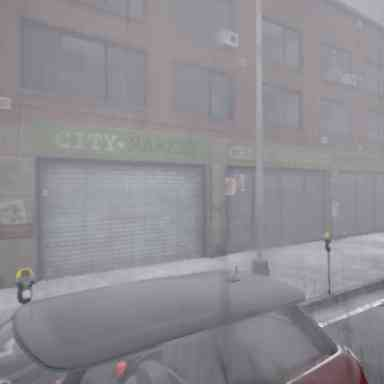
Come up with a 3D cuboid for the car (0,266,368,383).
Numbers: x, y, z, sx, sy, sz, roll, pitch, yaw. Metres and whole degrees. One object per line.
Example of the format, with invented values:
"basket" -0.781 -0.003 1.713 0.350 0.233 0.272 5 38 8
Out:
"car" -0.686 1.431 2.054 4.097 1.590 1.967 0 -1 -35
